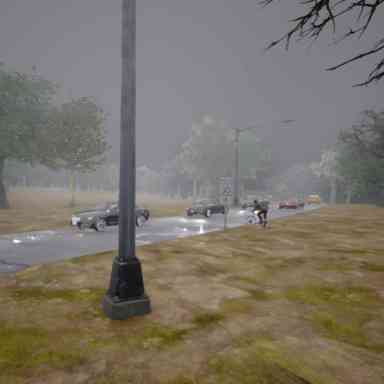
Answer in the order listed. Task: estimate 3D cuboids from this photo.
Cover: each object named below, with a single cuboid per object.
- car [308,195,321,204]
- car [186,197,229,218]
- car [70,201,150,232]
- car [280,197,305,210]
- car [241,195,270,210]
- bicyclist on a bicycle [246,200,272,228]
[{"bbox_3d":[20.324,1.241,55.227,1.882,1.535,5.008,1,-1,23],"label":"car"},{"bbox_3d":[1.346,1.186,27.178,1.837,1.490,4.892,1,2,33],"label":"car"},{"bbox_3d":[-4.549,1.301,19.032,2.128,1.511,4.902,1,2,37],"label":"car"},{"bbox_3d":[11.095,1.191,36.696,1.994,1.385,4.181,1,1,30],"label":"car"},{"bbox_3d":[6.931,1.079,35.912,1.837,1.490,4.892,1,1,31],"label":"car"},{"bbox_3d":[3.895,1.301,19.566,1.656,1.620,0.582,-1,0,36],"label":"bicyclist on a bicycle"}]
